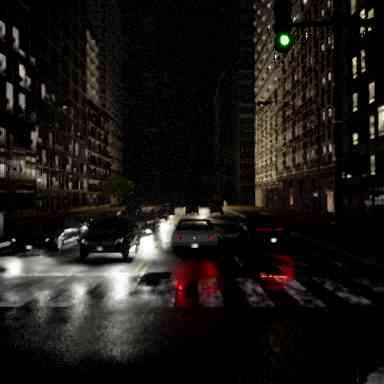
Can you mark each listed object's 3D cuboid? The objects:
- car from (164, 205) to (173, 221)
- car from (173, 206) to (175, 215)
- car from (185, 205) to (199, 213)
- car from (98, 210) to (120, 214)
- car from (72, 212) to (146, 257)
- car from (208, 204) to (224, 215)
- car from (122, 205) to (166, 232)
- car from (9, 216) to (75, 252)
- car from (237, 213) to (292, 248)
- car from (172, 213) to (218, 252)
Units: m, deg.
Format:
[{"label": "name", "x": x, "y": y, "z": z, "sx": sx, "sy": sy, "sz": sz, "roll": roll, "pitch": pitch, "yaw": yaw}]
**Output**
[{"label": "car", "x": -3.285, "y": 2.236, "z": 33.684, "sx": 1.895, "sy": 1.301, "sz": 4.718, "roll": -1, "pitch": -1, "yaw": 0}, {"label": "car", "x": -3.205, "y": 2.368, "z": 44.172, "sx": 2.033, "sy": 1.411, "sz": 5.357, "roll": -1, "pitch": -1, "yaw": 0}, {"label": "car", "x": 0.049, "y": 2.426, "z": 46.136, "sx": 1.895, "sy": 1.301, "sz": 4.718, "roll": -1, "pitch": -1, "yaw": 0}, {"label": "car", "x": -6.572, "y": 2.134, "z": 26.240, "sx": 1.895, "sy": 1.301, "sz": 4.718, "roll": -1, "pitch": -1, "yaw": 0}, {"label": "car", "x": -3.338, "y": 1.816, "z": 14.359, "sx": 1.812, "sy": 1.442, "sz": 4.674, "roll": -1, "pitch": -1, "yaw": 0}, {"label": "car", "x": 3.298, "y": 2.332, "z": 45.600, "sx": 2.033, "sy": 1.411, "sz": 5.357, "roll": -1, "pitch": -1, "yaw": 0}, {"label": "car", "x": -3.327, "y": 1.948, "z": 23.606, "sx": 2.128, "sy": 1.511, "sz": 4.902, "roll": -1, "pitch": -1, "yaw": 0}, {"label": "car", "x": -6.590, "y": 1.899, "z": 16.105, "sx": 2.033, "sy": 1.411, "sz": 5.357, "roll": -1, "pitch": -1, "yaw": 0}, {"label": "car", "x": 3.362, "y": 1.763, "z": 16.081, "sx": 1.837, "sy": 1.490, "sz": 4.892, "roll": -1, "pitch": -1, "yaw": 0}, {"label": "car", "x": 0.114, "y": 1.877, "z": 15.390, "sx": 1.895, "sy": 1.301, "sz": 4.718, "roll": -1, "pitch": -1, "yaw": 0}]
